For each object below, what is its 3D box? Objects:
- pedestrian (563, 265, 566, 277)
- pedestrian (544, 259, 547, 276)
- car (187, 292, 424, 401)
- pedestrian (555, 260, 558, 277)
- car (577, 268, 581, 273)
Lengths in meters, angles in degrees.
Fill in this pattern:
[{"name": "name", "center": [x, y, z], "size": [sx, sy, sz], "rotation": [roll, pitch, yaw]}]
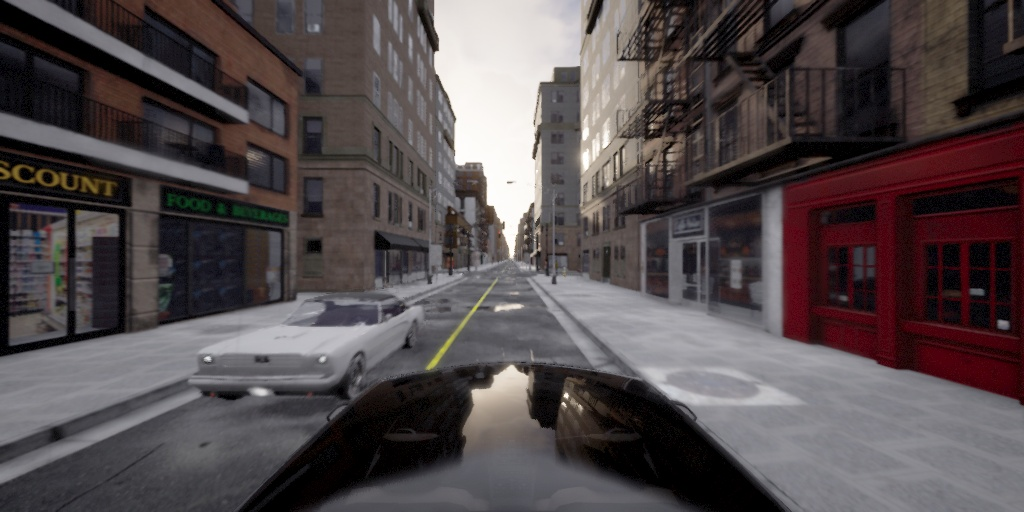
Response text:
[{"name": "pedestrian", "center": [5.625, 1.567, 38.274], "size": [0.375, 1.300, 0.375], "rotation": [0, 0, 0]}, {"name": "pedestrian", "center": [3.625, 1.260, 38.875], "size": [0.375, 1.860, 0.375], "rotation": [0, 0, 0]}, {"name": "car", "center": [-3.103, 1.403, 6.645], "size": [1.895, 1.301, 4.718], "rotation": [0, -1, 0]}, {"name": "pedestrian", "center": [4.625, 1.258, 37.675], "size": [0.375, 1.860, 0.375], "rotation": [0, 0, 0]}, {"name": "car", "center": [11.639, 1.932, 52.460], "size": [4.207, 1.307, 1.802], "rotation": [0, 0, 0]}]
